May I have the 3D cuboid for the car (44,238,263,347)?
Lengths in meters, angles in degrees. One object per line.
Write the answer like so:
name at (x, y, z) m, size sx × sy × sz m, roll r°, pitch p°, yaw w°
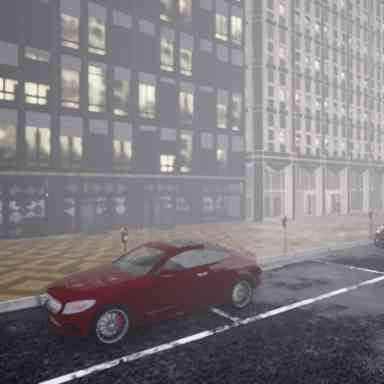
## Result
car at (-0.467, 1.574, 6.225) m, size 4.206 × 1.307 × 1.802 m, roll 0°, pitch 0°, yaw -35°

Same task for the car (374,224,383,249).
car at (8.806, 1.392, 12.828) m, size 4.097 × 1.590 × 1.967 m, roll 0°, pitch 0°, yaw -35°
